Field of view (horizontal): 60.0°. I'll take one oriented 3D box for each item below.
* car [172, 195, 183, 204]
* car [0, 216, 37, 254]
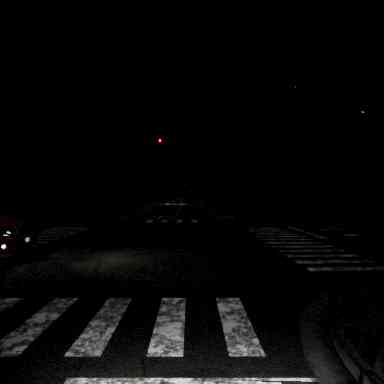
[{"bbox_3d":[-2.932,1.498,69.321,2.097,1.767,4.553,0,0,0],"label":"car"},{"bbox_3d":[-8.171,1.210,10.961,5.566,2.045,2.150,0,-1,0],"label":"car"}]
